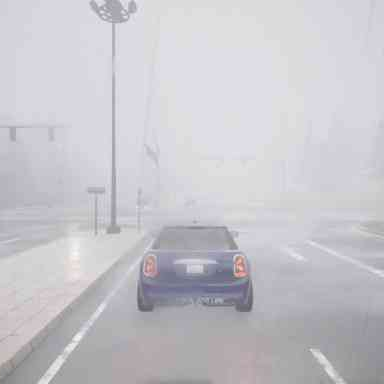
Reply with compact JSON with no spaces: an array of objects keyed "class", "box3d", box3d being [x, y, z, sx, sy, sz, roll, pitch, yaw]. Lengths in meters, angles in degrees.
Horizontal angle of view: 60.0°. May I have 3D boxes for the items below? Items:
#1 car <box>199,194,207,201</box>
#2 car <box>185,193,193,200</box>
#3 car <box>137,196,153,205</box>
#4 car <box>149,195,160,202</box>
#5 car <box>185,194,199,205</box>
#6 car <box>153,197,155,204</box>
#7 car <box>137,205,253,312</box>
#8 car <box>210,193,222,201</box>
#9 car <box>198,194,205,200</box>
[{"class":"car","box3d":[2.828,1.513,85.262,1.812,1.442,4.674,0,0,-1]},{"class":"car","box3d":[-0.840,1.189,95.559,2.150,2.045,5.566,0,0,-1]},{"class":"car","box3d":[-8.299,1.505,57.040,1.837,1.490,4.892,0,0,-1]},{"class":"car","box3d":[-8.535,1.540,76.687,2.033,1.411,5.357,0,0,-1]},{"class":"car","box3d":[-0.176,1.526,54.699,1.812,1.442,4.674,0,0,-1]},{"class":"car","box3d":[-8.389,1.505,66.249,1.837,1.490,4.892,0,0,0]},{"class":"car","box3d":[0.069,1.352,7.880,2.097,1.767,4.553,0,0,0]},{"class":"car","box3d":[6.333,1.215,84.992,2.150,2.045,5.566,0,0,-1]},{"class":"car","box3d":[2.660,1.442,95.586,1.882,1.535,5.008,0,0,-1]}]
